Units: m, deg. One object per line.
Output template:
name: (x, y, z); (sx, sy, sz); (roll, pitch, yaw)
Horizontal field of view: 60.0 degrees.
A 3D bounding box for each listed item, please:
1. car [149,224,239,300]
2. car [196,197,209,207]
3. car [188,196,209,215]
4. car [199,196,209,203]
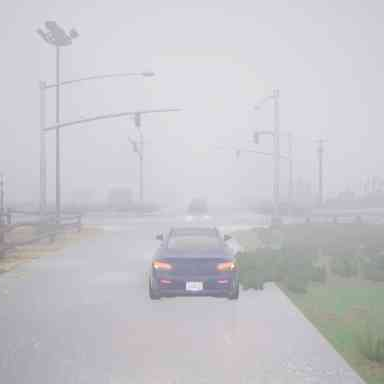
car: (0.044, 1.526, 8.271); (1.812, 1.442, 4.674); (0, 0, 0)
car: (1.717, 1.513, 52.961); (2.033, 1.411, 5.357); (0, 0, 3)
car: (0.725, 1.444, 34.084); (1.882, 1.535, 5.008); (0, 0, 6)
car: (2.562, 1.513, 69.229); (2.033, 1.411, 5.357); (0, 0, 3)
